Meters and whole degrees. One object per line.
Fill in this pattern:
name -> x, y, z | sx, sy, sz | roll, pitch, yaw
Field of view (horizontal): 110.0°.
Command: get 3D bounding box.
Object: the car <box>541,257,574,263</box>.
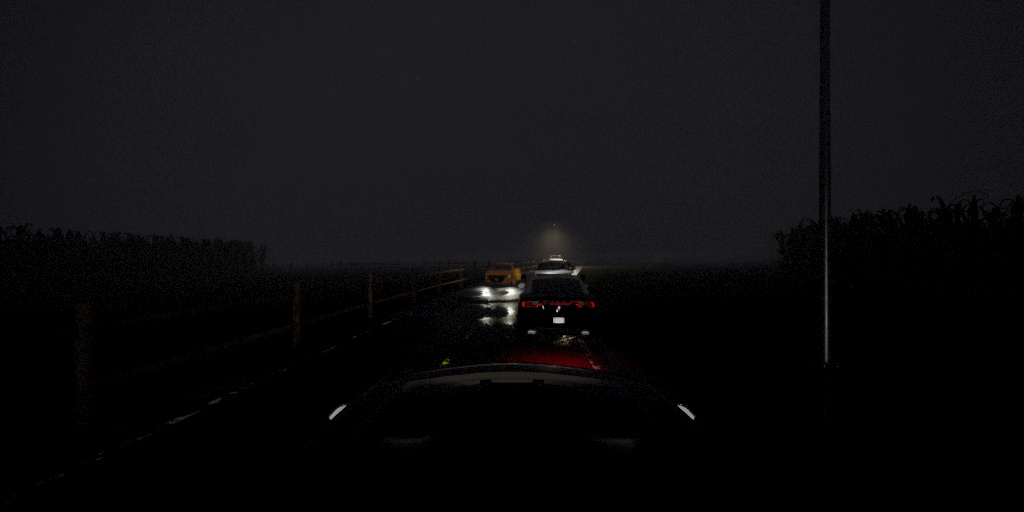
car -> 2.257, 1.089, 19.917 | 2.097, 1.767, 4.553 | 0, 0, 8

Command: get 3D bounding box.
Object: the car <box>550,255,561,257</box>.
car -> 7.579, 0.905, 62.565 | 2.150, 2.045, 5.566 | 0, 0, 12

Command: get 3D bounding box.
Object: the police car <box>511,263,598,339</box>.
police car -> 1.197, 1.173, 10.268 | 1.930, 1.638, 5.238 | 0, 0, 4

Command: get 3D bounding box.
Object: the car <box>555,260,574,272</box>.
car -> 6.719, 1.270, 45.860 | 1.994, 1.385, 4.181 | 0, 0, 13

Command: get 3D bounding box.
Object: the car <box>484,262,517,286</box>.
car -> -0.548, 1.211, 25.081 | 1.882, 1.535, 5.008 | 0, 0, 10
